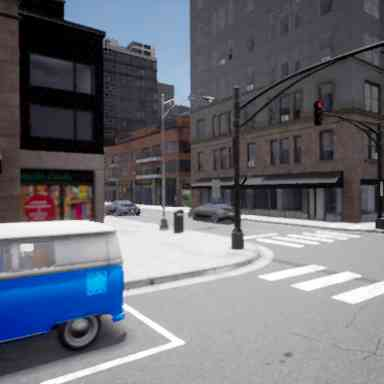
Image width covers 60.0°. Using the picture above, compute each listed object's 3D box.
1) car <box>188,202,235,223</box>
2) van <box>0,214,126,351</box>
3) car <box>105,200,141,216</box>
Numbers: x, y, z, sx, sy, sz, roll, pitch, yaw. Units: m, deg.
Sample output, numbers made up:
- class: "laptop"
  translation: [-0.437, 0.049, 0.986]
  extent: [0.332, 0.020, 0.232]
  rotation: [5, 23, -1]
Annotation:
- class: "car"
  translation: [1.520, 1.449, 24.414]
  extent: [1.994, 1.385, 4.181]
  rotation: [-1, 1, -35]
- class: "van"
  translation: [-2.920, 1.342, 4.580]
  extent: [3.998, 1.788, 1.690]
  rotation: [0, -1, -36]
- class: "car"
  translation: [-6.228, 1.417, 29.966]
  extent: [1.994, 1.385, 4.181]
  rotation: [-1, 1, -35]
